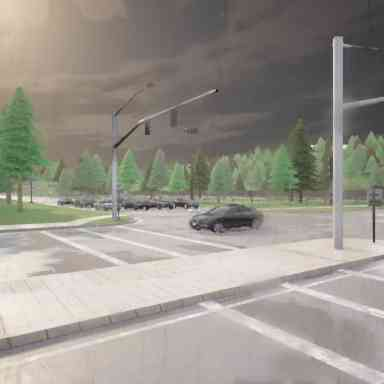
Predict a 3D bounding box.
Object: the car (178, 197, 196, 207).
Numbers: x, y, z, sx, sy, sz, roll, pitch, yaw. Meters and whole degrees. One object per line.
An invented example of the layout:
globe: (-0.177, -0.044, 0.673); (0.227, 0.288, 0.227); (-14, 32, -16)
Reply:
car: (-0.958, 1.505, 45.402); (1.837, 1.490, 4.892); (0, 0, -35)

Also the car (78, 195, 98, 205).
car: (-18.084, 1.352, 57.671); (2.097, 1.767, 4.553); (0, 0, -35)

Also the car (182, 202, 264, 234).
car: (2.105, 1.505, 19.493); (4.892, 1.490, 1.837); (0, 0, -35)

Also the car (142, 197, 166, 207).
car: (-6.048, 1.564, 52.676); (1.994, 1.385, 4.181); (0, 0, -35)

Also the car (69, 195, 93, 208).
car: (-15.744, 1.547, 48.199); (2.033, 1.411, 5.357); (0, 0, -35)

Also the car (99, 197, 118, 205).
car: (-14.902, 1.564, 59.237); (1.994, 1.385, 4.181); (0, 0, -35)

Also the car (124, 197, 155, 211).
car: (-7.159, 1.547, 42.050); (2.033, 1.411, 5.357); (0, 0, -35)

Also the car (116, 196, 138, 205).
car: (-12.047, 1.547, 61.274); (2.033, 1.411, 5.357); (0, 0, -34)

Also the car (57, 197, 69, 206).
car: (-21.447, 1.564, 56.376); (1.994, 1.385, 4.181); (0, 0, -35)

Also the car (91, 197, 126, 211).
car: (-10.203, 1.601, 40.296); (1.895, 1.301, 4.718); (0, 0, -35)

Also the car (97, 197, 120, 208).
car: (-12.520, 1.526, 49.702); (1.812, 1.442, 4.674); (0, 0, -35)

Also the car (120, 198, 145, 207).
car: (-9.193, 1.601, 51.051); (1.895, 1.301, 4.718); (0, 0, -35)

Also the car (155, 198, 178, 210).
car: (-4.171, 1.564, 43.887); (1.994, 1.385, 4.181); (0, 0, -35)
